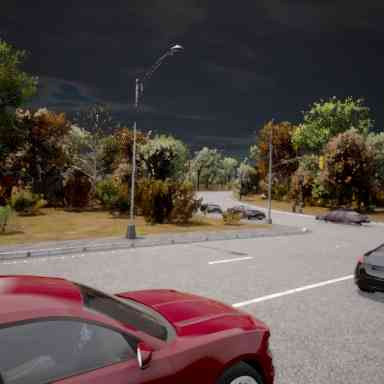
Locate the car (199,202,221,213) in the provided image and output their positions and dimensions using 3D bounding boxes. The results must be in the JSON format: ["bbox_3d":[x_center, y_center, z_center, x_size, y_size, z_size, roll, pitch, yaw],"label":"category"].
[{"bbox_3d":[2.481,2.076,44.713,1.994,1.385,4.181,3,0,-19],"label":"car"}]

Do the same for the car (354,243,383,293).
[{"bbox_3d":[5.713,1.663,7.879,4.181,1.385,1.994,1,-1,-35],"label":"car"}]

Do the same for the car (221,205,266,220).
[{"bbox_3d":[5.723,2.173,36.010,2.033,1.411,5.357,3,-1,-27],"label":"car"}]

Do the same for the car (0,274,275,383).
[{"bbox_3d":[-1.434,1.479,2.722,5.008,1.535,1.882,0,0,-36],"label":"car"}]

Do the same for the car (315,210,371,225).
[{"bbox_3d":[14.928,2.502,33.201,2.033,1.411,5.357,3,-2,-26],"label":"car"}]
